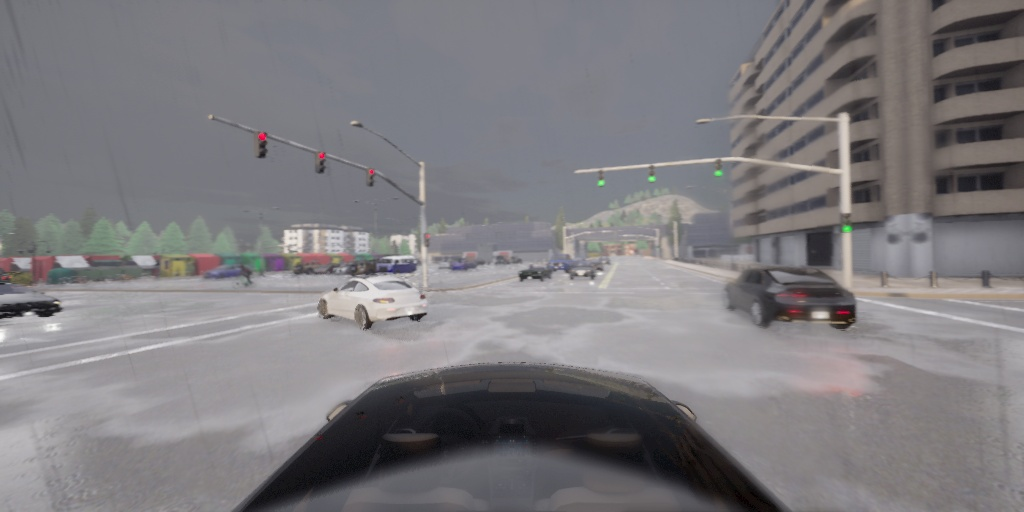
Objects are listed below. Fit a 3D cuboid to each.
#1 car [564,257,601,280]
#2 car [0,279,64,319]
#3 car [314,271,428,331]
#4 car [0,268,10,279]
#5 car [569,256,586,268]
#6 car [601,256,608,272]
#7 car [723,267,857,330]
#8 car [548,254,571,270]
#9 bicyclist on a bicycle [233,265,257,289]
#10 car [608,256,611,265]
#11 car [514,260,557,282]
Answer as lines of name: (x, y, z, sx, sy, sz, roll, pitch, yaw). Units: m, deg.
car: (5.785, 1.062, 28.939, 2.128, 1.511, 4.902, -1, 0, 16)
car: (-19.766, 1.737, 13.557, 5.357, 1.411, 2.033, -1, 0, 17)
car: (-4.507, 1.360, 11.474, 4.674, 1.442, 1.812, -1, 0, 43)
car: (-41.677, 1.931, 27.742, 5.566, 2.045, 2.150, -1, 0, 17)
car: (9.967, 0.889, 54.043, 1.882, 1.535, 5.008, -1, 0, 18)
car: (9.375, 1.002, 40.440, 2.033, 1.411, 5.357, -1, 0, 17)
car: (7.519, 1.043, 10.224, 1.837, 1.490, 4.892, -1, 0, 17)
car: (5.315, 0.782, 39.207, 2.150, 2.045, 5.566, -1, 0, 18)
bicyclist on a bicycle: (-18.312, 1.433, 24.597, 0.582, 1.620, 1.656, -1, 0, 17)
car: (15.311, 0.758, 59.337, 2.128, 1.511, 4.902, -1, 0, 17)
car: (1.940, 1.269, 28.323, 1.895, 1.301, 4.718, -1, 0, 17)
